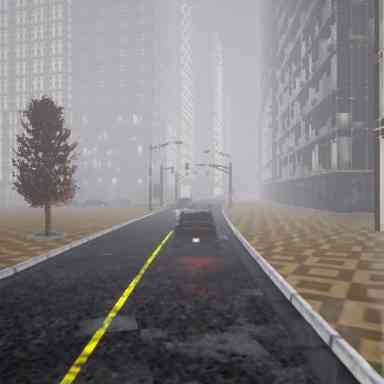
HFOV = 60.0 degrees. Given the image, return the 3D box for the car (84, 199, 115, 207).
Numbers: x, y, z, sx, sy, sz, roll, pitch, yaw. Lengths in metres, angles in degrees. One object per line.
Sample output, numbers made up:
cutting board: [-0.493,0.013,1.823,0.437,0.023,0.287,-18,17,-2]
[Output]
car: [-15.436,1.781,54.423,4.403,1.369,2.008,-1,0,13]

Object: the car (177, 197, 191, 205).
car: [-0.911,1.531,45.377,1.837,1.490,4.892,0,0,5]

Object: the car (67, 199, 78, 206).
car: [-24.428,2.026,65.189,4.313,1.339,1.947,-1,1,13]

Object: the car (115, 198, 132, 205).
car: [-13.487,1.812,62.573,4.403,1.369,2.008,-1,1,13]

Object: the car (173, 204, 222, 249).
car: [0.224,1.512,14.599,1.837,1.490,4.892,0,0,2]

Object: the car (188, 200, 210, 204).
car: [0.899,1.605,29.568,1.895,1.301,4.718,0,0,3]
